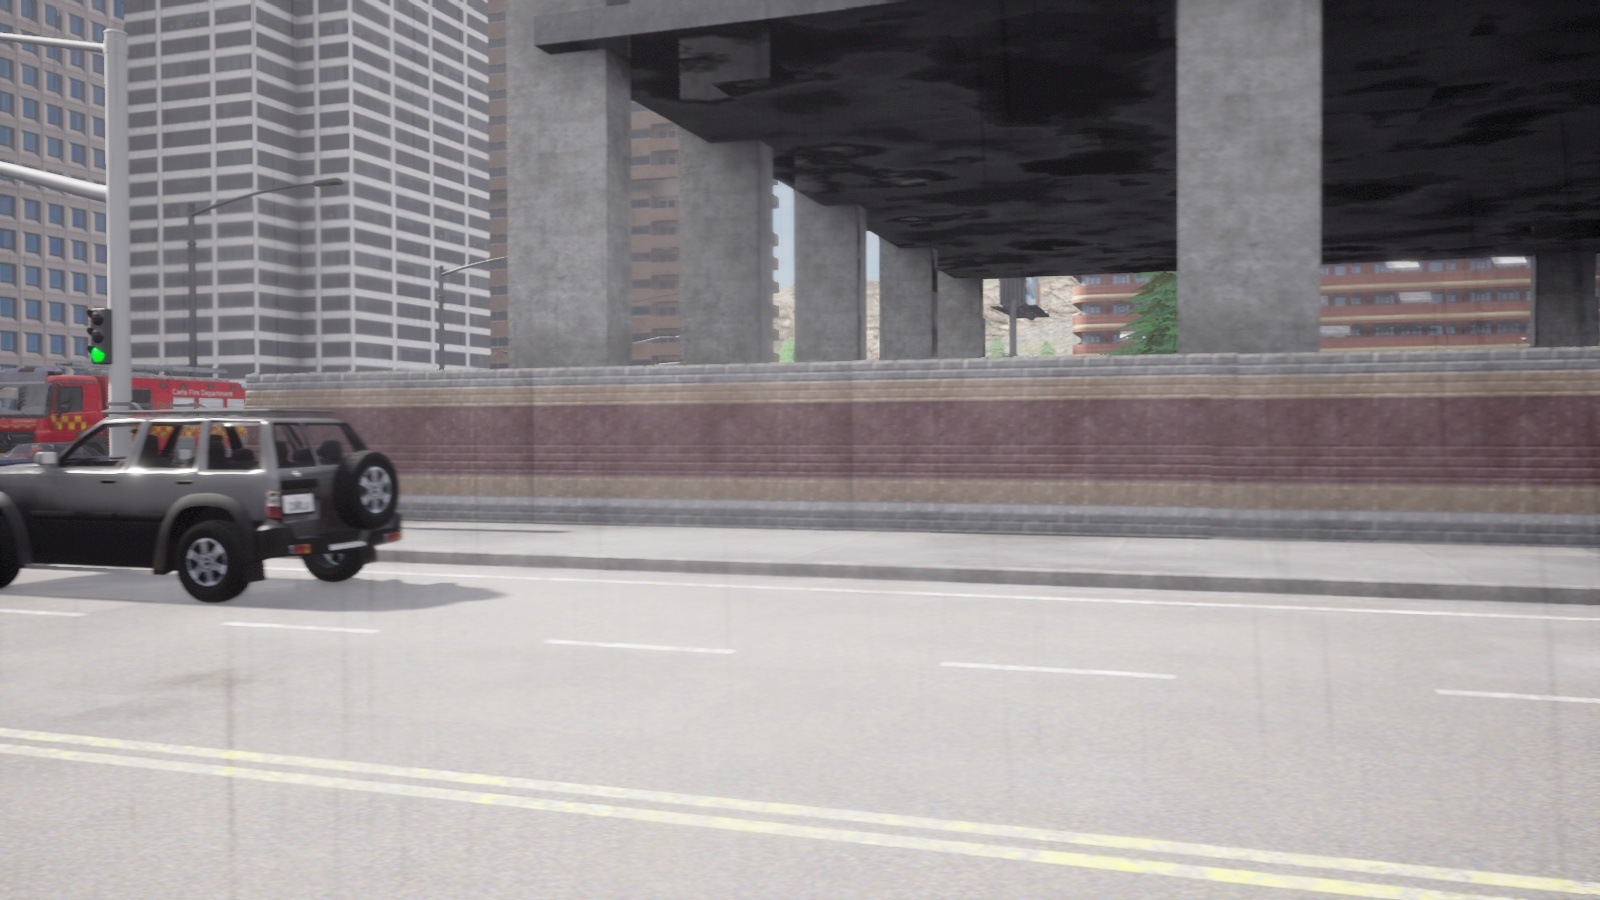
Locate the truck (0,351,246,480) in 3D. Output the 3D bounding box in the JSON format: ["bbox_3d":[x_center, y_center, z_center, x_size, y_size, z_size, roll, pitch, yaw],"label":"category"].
[{"bbox_3d":[-22.669,-1.089,41.590,2.891,3.827,8.468,1,1,19],"label":"truck"}]

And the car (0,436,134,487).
[{"bbox_3d":[-21.252,0.286,35.020,1.895,1.301,4.718,1,1,19],"label":"car"}]

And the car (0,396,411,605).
[{"bbox_3d":[-6.493,0.415,12.757,4.605,1.855,1.932,1,1,19],"label":"car"}]
